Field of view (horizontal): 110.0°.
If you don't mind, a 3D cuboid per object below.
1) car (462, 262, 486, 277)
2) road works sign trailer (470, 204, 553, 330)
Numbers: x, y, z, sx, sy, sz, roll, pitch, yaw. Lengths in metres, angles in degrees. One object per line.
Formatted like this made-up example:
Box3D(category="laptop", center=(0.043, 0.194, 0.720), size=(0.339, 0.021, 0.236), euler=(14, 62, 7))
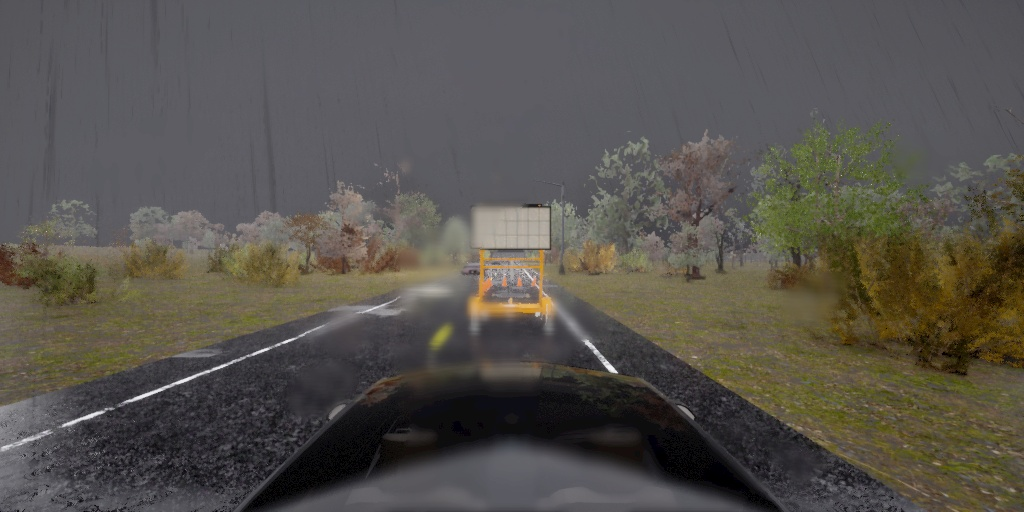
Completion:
Box3D(category="car", center=(-3.613, 1.313, 34.799), size=(1.994, 1.385, 4.181), euler=(0, 0, 0))
Box3D(category="road works sign trailer", center=(-0.003, 0.214, 11.055), size=(2.380, 3.560, 2.880), euler=(0, 0, 0))
